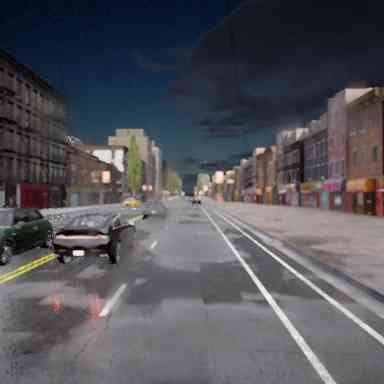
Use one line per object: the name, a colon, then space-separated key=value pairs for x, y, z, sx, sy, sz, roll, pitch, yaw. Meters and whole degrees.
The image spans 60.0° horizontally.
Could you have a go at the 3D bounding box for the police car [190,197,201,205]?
police car: x=0.983 y=1.997 z=70.492 sx=1.930 sy=1.638 sz=5.238 roll=0 pitch=-1 yaw=0

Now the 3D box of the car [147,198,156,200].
car: x=-6.551 y=1.775 z=53.748 sx=2.128 sy=1.511 sz=4.902 roll=0 pitch=-1 yaw=0

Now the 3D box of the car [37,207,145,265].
car: x=-3.149 y=1.489 z=11.656 sx=2.128 sy=1.511 sz=4.902 roll=0 pitch=0 yaw=0

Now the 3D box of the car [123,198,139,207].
car: x=-9.801 y=1.759 z=53.554 sx=1.882 sy=1.535 sz=5.008 roll=0 pitch=-1 yaw=0

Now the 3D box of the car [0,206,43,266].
car: x=-6.597 y=1.349 z=11.401 sx=2.097 sy=1.767 sz=4.553 roll=0 pitch=0 yaw=0

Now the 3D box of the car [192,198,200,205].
car: x=0.984 y=2.255 z=80.380 sx=1.837 sy=1.490 sz=4.892 roll=0 pitch=-1 yaw=0

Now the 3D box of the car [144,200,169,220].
car: x=-3.149 y=1.652 z=29.453 sx=1.994 sy=1.385 sz=4.181 roll=0 pitch=0 yaw=0
